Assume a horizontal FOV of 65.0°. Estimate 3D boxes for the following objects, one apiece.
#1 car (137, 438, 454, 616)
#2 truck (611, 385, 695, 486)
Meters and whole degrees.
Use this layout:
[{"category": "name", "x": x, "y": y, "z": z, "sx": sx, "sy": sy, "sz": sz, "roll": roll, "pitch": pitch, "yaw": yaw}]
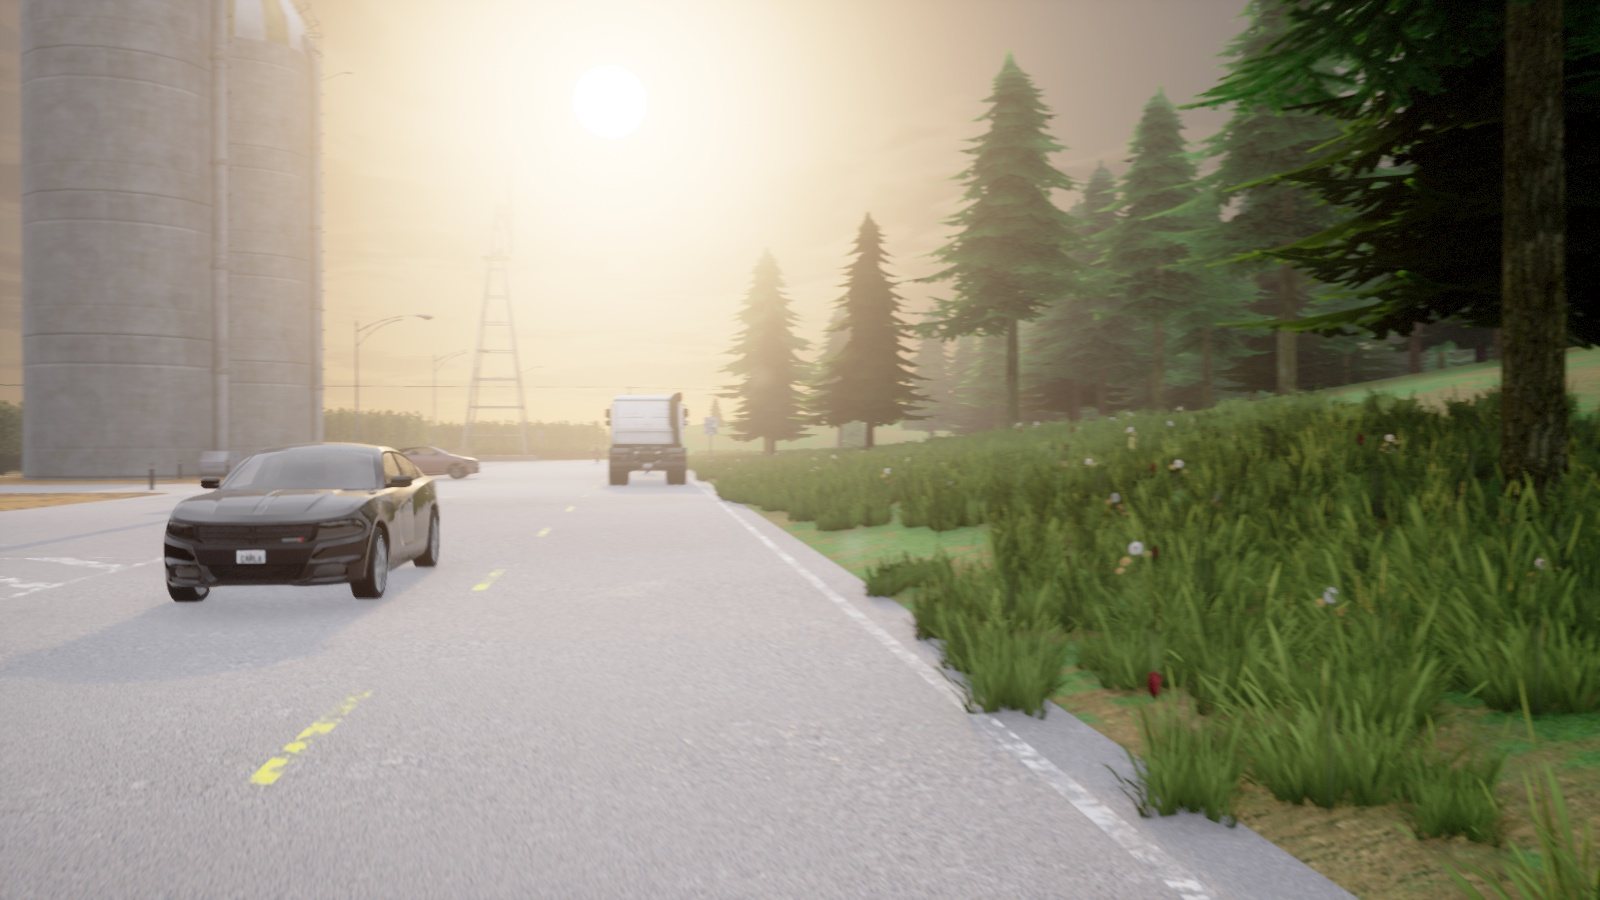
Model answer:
[{"category": "car", "x": -5.055, "y": 0.645, "z": 13.395, "sx": 1.882, "sy": 1.535, "sz": 5.008, "roll": 0, "pitch": 0, "yaw": -7}, {"category": "truck", "x": -5.529, "y": -0.523, "z": 47.257, "sx": 2.891, "sy": 3.462, "sz": 7.936, "roll": 0, "pitch": 0, "yaw": -7}]
